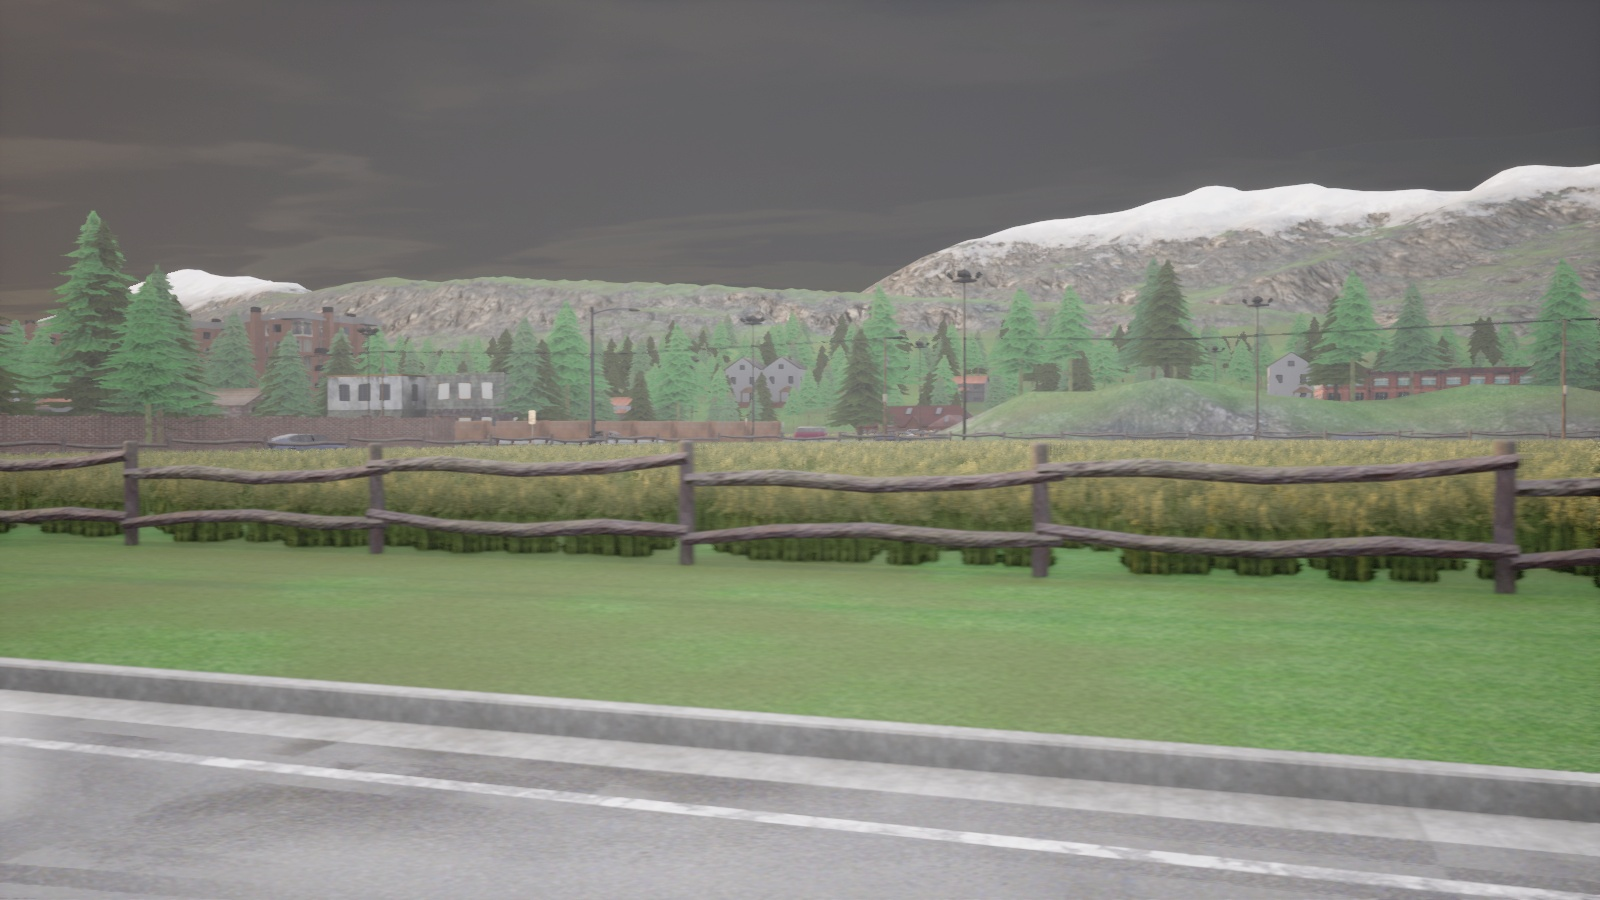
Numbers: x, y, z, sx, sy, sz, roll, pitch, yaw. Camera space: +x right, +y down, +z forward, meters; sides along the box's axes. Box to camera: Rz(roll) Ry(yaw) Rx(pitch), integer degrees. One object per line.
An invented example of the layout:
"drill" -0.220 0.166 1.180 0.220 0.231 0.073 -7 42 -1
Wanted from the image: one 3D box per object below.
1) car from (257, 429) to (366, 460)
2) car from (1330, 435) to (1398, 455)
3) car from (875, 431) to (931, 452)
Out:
"car" -25.131 -0.305 64.732 2.163 1.488 4.792 1 1 43
"car" 39.495 -0.371 88.067 4.181 1.385 1.994 1 1 18
"car" 7.489 -0.629 91.298 3.705 1.549 1.789 0 1 18
